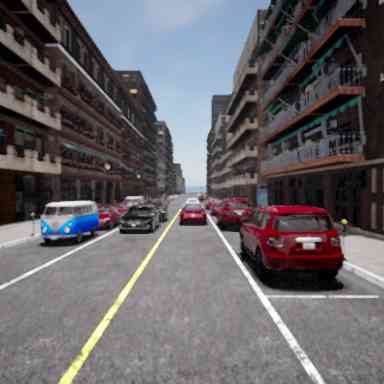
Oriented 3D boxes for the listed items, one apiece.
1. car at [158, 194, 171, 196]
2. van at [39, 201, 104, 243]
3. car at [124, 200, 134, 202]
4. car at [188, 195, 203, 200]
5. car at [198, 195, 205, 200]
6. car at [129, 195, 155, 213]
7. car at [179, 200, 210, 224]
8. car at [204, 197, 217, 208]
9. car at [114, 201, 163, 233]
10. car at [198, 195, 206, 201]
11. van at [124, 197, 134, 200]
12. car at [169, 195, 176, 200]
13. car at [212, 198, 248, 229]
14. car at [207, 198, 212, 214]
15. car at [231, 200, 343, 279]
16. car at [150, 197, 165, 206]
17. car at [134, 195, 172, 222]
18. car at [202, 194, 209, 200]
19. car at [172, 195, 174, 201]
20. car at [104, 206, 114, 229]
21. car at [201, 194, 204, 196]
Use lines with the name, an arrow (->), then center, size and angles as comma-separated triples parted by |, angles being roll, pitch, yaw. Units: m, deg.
car -> -5.664, 1.331, 61.030 | 2.192, 1.841, 5.009 | -1, 0, 0
van -> -5.660, 1.341, 15.718 | 1.690, 1.788, 3.998 | -1, 0, 0
car -> -5.653, 1.585, 27.045 | 1.802, 1.307, 4.206 | -1, 0, 0
car -> 0.115, 1.535, 42.957 | 1.812, 1.442, 4.674 | 0, 0, 0
car -> 2.742, 1.620, 94.976 | 1.802, 1.307, 4.206 | -1, 0, 0
car -> -5.689, 1.321, 38.373 | 2.192, 1.841, 5.009 | -1, 0, 0
car -> 0.096, 1.568, 24.873 | 1.994, 1.385, 4.181 | 0, 0, 0
car -> 2.711, 1.538, 49.835 | 1.752, 1.417, 4.829 | -1, 0, 0
car -> -3.030, 1.508, 19.836 | 1.837, 1.490, 4.892 | 0, 0, 1
car -> 2.738, 1.600, 89.311 | 1.947, 1.339, 4.313 | -1, 0, 0
van -> -5.664, 1.345, 32.710 | 1.690, 1.788, 3.998 | -1, 0, 0
car -> -5.639, 1.561, 94.844 | 1.752, 1.417, 4.829 | -1, 0, 0
car -> 2.690, 1.318, 21.346 | 2.192, 1.841, 5.009 | -1, 0, 0
car -> 2.701, 1.588, 32.673 | 1.802, 1.307, 4.206 | -1, 0, 0
car -> 2.682, 1.317, 10.017 | 2.192, 1.841, 5.009 | -1, 0, 0
car -> -5.665, 1.564, 55.366 | 2.008, 1.369, 4.403 | -1, 0, 0
car -> -2.983, 1.366, 26.282 | 2.097, 1.767, 4.553 | 0, 0, 0
car -> 2.707, 1.451, 44.001 | 1.967, 1.590, 4.097 | -1, 0, 0
car -> -5.653, 1.587, 72.357 | 1.947, 1.339, 4.313 | -1, 0, 0
car -> -5.654, 1.583, 21.382 | 1.802, 1.307, 4.206 | -1, 0, 0
car -> 2.723, 1.339, 72.320 | 2.192, 1.841, 5.009 | -1, 0, 0
